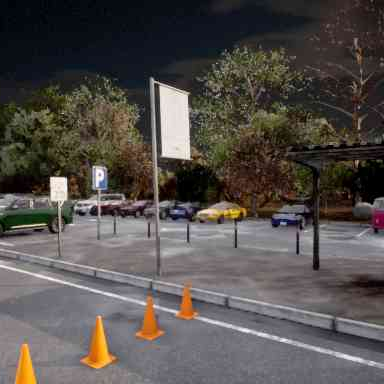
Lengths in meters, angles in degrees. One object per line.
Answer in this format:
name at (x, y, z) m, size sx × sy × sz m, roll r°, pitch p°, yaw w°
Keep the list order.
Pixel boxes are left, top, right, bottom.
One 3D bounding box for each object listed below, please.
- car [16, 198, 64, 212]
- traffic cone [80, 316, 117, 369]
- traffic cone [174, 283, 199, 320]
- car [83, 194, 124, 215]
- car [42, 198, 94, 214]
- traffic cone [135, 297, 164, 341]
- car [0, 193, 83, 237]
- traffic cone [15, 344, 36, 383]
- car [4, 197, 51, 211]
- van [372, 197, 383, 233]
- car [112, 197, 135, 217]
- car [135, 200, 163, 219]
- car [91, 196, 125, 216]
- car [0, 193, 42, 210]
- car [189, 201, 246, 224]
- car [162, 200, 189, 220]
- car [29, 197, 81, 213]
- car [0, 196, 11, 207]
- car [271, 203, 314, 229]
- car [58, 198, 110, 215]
car at (-18.056, 1.468, 39.691) m, size 2.163 × 1.488 × 4.792 m, roll 0°, pitch 0°, yaw 35°
traffic cone at (-1.245, 1.957, 4.440) m, size 0.340 × 0.580 × 0.340 m, roll 0°, pitch 0°, yaw 35°
traffic cone at (-0.095, 1.957, 6.072) m, size 0.340 × 0.580 × 0.340 m, roll 0°, pitch 0°, yaw 36°
car at (-8.970, 1.212, 33.311) m, size 2.435 × 2.045 × 5.566 m, roll 0°, pitch 0°, yaw 35°
car at (-13.501, 1.455, 36.521) m, size 2.097 × 1.535 × 5.008 m, roll 0°, pitch 0°, yaw 35°
traffic cone at (-0.670, 1.957, 5.256) m, size 0.340 × 0.580 × 0.340 m, roll 0°, pitch 0°, yaw 35°
car at (-8.961, 1.221, 17.321) m, size 2.435 × 2.045 × 5.566 m, roll 0°, pitch 0°, yaw 35°
traffic cone at (-1.819, 1.957, 3.623) m, size 0.340 × 0.580 × 0.340 m, roll 0°, pitch 0°, yaw 35°
car at (-20.300, 1.452, 41.338) m, size 2.163 × 1.488 × 4.792 m, roll 0°, pitch 0°, yaw 35°
van at (11.555, 1.264, 19.073) m, size 1.878 × 1.987 × 4.442 m, roll 0°, pitch 0°, yaw 35°
car at (-4.408, 1.469, 30.148) m, size 2.097 × 1.535 × 5.008 m, roll 0°, pitch 0°, yaw 35°
car at (-2.136, 1.473, 28.553) m, size 2.231 × 1.521 × 4.892 m, roll 0°, pitch 0°, yaw 35°
car at (-6.680, 1.466, 31.743) m, size 2.097 × 1.535 × 5.008 m, roll 0°, pitch 0°, yaw 35°
car at (-22.602, 1.153, 42.885) m, size 2.435 × 2.045 × 5.566 m, roll 0°, pitch 0°, yaw 35°
car at (2.296, 1.475, 25.206) m, size 1.946 × 1.575 × 5.366 m, roll 0°, pitch 0°, yaw 35°
car at (0.148, 1.504, 26.977) m, size 2.163 × 1.488 × 4.792 m, roll 0°, pitch 0°, yaw 35°
car at (-15.664, 1.444, 38.273) m, size 1.946 × 1.575 × 5.366 m, roll 0°, pitch 0°, yaw 35°
car at (-29.295, 1.332, 47.848) m, size 1.946 × 1.575 × 5.366 m, roll 1°, pitch 0°, yaw 35°
car at (6.929, 1.513, 22.143) m, size 2.163 × 1.488 × 4.792 m, roll 0°, pitch 0°, yaw 35°
car at (-11.228, 1.461, 34.924) m, size 2.231 × 1.521 × 4.892 m, roll 0°, pitch 0°, yaw 35°
